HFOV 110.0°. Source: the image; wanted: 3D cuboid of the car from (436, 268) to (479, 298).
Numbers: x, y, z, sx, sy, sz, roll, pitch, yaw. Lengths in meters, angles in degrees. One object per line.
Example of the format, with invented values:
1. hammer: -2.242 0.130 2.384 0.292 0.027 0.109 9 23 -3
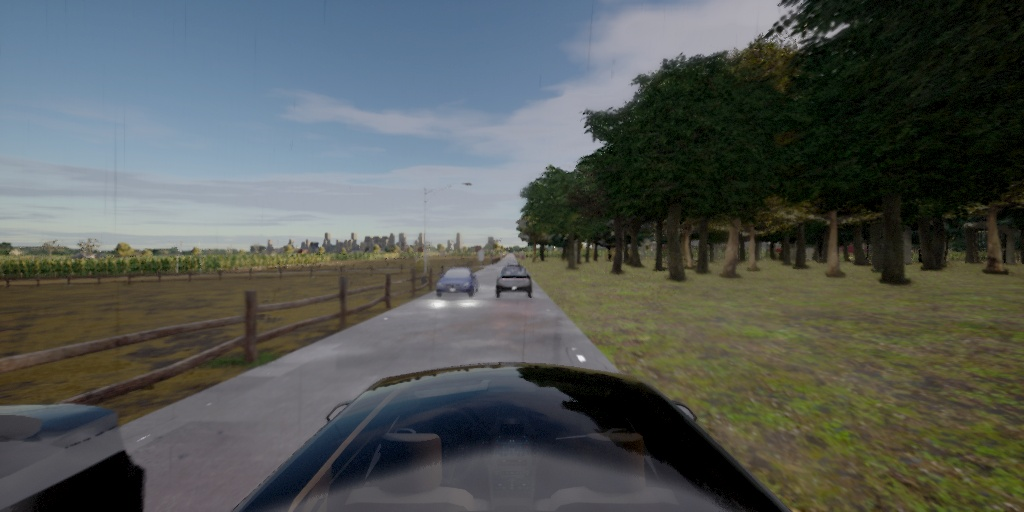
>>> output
1. car: -2.841 1.365 19.470 1.812 1.442 4.674 0 0 0

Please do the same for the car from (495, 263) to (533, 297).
1. car: 0.108 1.331 19.458 2.128 1.511 4.902 0 0 0
